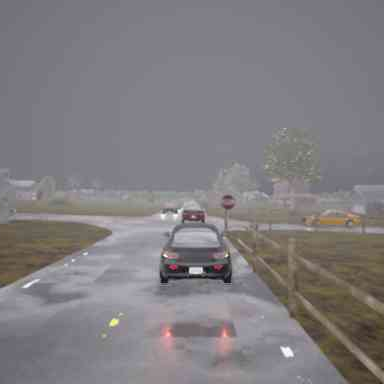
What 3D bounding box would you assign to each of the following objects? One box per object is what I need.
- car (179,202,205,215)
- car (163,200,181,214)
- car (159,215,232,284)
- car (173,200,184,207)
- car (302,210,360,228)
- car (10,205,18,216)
[{"bbox_3d":[0.129,1.896,29.472,1.882,1.535,5.008,2,-1,0],"label":"car"},{"bbox_3d":[-2.839,2.036,44.072,1.882,1.535,5.008,0,-1,-1],"label":"car"},{"bbox_3d":[0.096,1.644,9.845,1.812,1.442,4.674,0,-1,0],"label":"car"},{"bbox_3d":[-2.780,2.450,68.933,1.994,1.385,4.181,0,-1,0],"label":"car"},{"bbox_3d":[12.603,2.397,30.387,5.008,1.535,1.882,2,-1,-2],"label":"car"},{"bbox_3d":[-17.025,1.228,27.449,4.902,1.511,2.128,2,-1,0],"label":"car"}]
